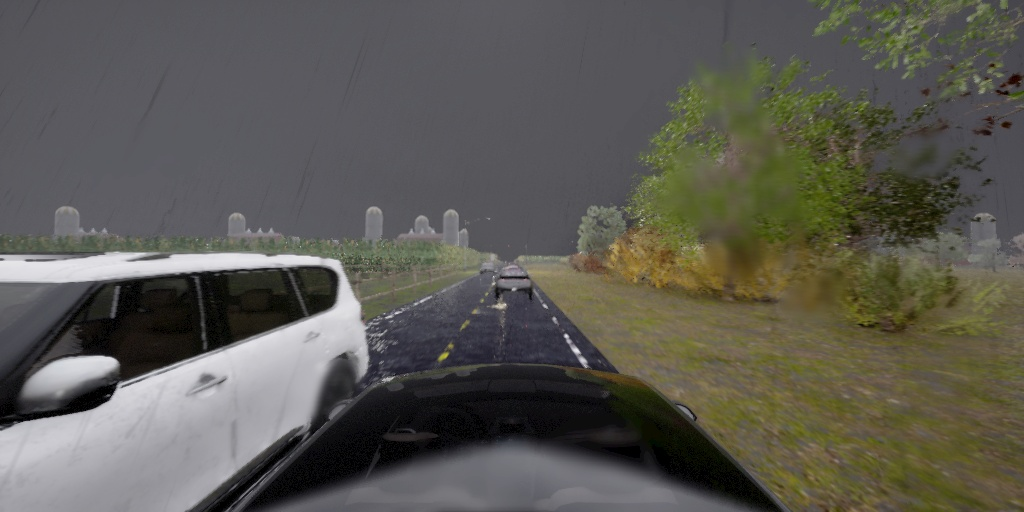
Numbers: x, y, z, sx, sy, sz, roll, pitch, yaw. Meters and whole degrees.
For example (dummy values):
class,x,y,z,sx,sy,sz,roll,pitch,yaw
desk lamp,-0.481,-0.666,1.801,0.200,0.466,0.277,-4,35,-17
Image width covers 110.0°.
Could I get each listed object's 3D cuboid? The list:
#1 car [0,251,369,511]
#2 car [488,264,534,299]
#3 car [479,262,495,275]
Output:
class,x,y,z,sx,sy,sz,roll,pitch,yaw
car,-2.851,0.974,2.243,2.150,2.045,5.566,0,0,0
car,0.090,1.335,18.670,2.128,1.511,4.902,0,0,0
car,-2.854,1.486,43.622,1.837,1.490,4.892,0,0,0
